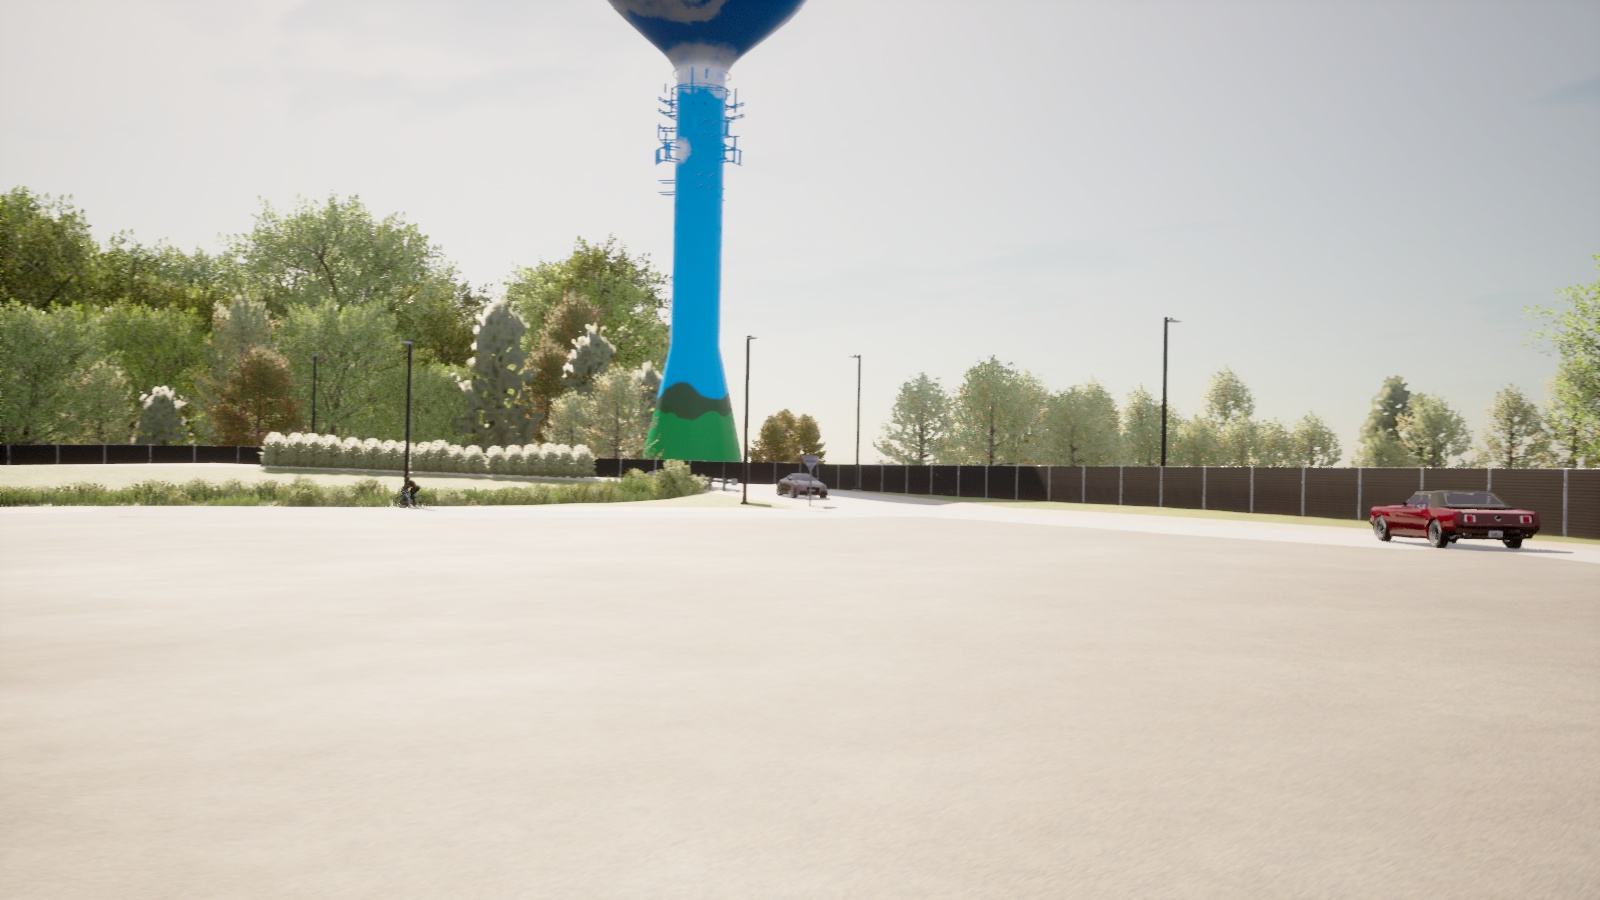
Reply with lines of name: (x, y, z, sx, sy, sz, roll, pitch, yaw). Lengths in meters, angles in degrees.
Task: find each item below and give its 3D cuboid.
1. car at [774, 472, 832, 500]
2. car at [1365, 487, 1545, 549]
car: (0.148, 2.062, 72.255, 1.994, 1.385, 4.181, 1, 1, -20)
car: (15.222, 1.543, 29.515, 1.895, 1.301, 4.718, 1, -2, 2)
